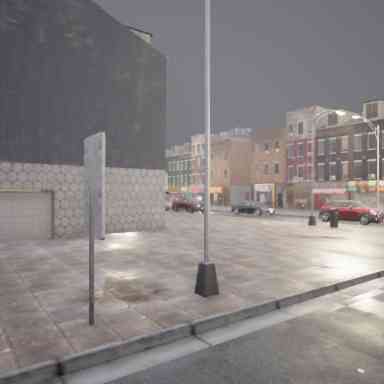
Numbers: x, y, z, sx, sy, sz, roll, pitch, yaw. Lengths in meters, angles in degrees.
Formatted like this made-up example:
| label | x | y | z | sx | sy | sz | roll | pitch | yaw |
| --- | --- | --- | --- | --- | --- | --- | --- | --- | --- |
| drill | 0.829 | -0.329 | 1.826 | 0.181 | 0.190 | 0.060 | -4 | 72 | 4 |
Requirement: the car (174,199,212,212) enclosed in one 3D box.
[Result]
| label | x | y | z | sx | sy | sz | roll | pitch | yaw |
| --- | --- | --- | --- | --- | --- | --- | --- | --- | --- |
| car | 0.017 | 1.665 | 41.106 | 2.033 | 1.411 | 5.357 | 0 | 0 | -35 |

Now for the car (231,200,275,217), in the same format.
| label | x | y | z | sx | sy | sz | roll | pitch | yaw |
| --- | --- | --- | --- | --- | --- | --- | --- | --- | --- |
| car | 5.932 | 1.571 | 32.782 | 2.128 | 1.511 | 4.902 | 0 | 0 | -35 |

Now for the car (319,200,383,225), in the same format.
| label | x | y | z | sx | sy | sz | roll | pitch | yaw |
| --- | --- | --- | --- | --- | --- | --- | --- | --- | --- |
| car | 11.833 | 1.397 | 24.552 | 2.097 | 1.767 | 4.553 | 0 | 0 | -36 |

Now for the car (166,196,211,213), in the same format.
| label | x | y | z | sx | sy | sz | roll | pitch | yaw |
| --- | --- | --- | --- | --- | --- | --- | --- | --- | --- |
| car | -0.363 | 1.412 | 37.244 | 2.192 | 1.841 | 5.009 | 0 | 0 | -35 |
